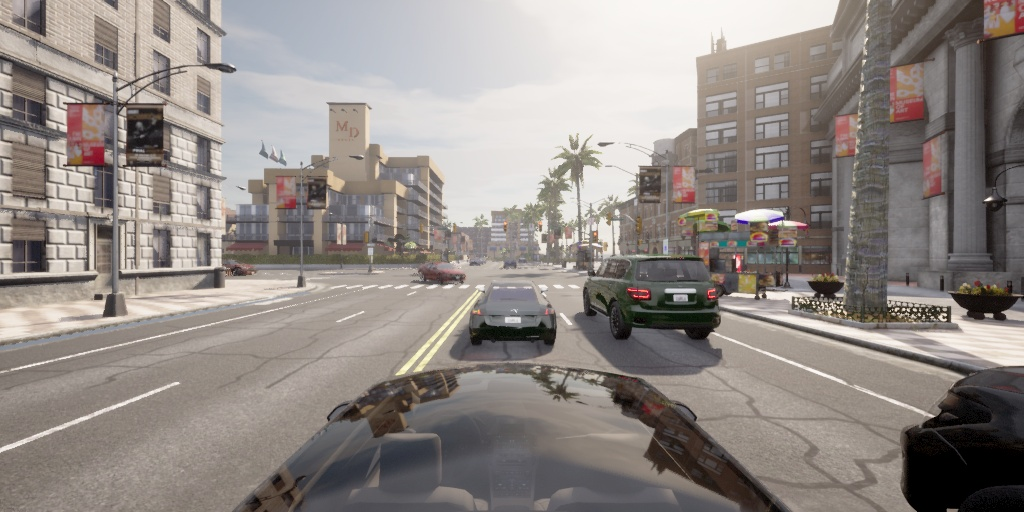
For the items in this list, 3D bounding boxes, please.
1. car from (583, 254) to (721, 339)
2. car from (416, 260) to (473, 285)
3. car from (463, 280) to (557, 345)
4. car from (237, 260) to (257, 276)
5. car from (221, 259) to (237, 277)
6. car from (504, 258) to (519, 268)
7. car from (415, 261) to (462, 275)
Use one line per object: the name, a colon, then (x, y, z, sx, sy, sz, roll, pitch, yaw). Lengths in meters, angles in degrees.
car: (3.526, 0.971, 10.176, 2.150, 2.045, 5.566, 0, 0, 0)
car: (-5.156, 1.228, 26.581, 1.882, 1.535, 5.008, 1, -1, -36)
car: (0.025, 1.314, 9.539, 1.994, 1.385, 4.181, 0, 0, 0)
car: (-28.226, 1.103, 35.889, 4.553, 1.767, 2.097, 0, 0, -1)
car: (-28.164, 1.103, 32.387, 4.553, 1.767, 2.097, 0, 0, -1)
car: (-0.320, 1.102, 61.954, 2.097, 1.767, 4.553, 0, 0, 0)
car: (-7.989, 1.276, 38.989, 4.674, 1.442, 1.812, 0, 1, -32)
